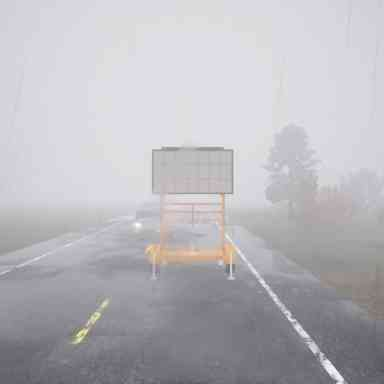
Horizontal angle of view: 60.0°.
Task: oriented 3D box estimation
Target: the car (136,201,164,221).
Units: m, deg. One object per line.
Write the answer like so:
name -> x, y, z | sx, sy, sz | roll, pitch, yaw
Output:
car -> -3.447, 1.486, 27.760 | 1.882, 1.535, 5.008 | 0, 0, 0

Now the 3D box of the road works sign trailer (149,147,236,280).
road works sign trailer -> 0.019, 0.465, 9.955 | 2.380, 3.560, 2.880 | 0, 0, 0

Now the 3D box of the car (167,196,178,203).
car -> -3.388, 1.528, 58.150 | 2.128, 1.511, 4.902 | 0, 0, 0
